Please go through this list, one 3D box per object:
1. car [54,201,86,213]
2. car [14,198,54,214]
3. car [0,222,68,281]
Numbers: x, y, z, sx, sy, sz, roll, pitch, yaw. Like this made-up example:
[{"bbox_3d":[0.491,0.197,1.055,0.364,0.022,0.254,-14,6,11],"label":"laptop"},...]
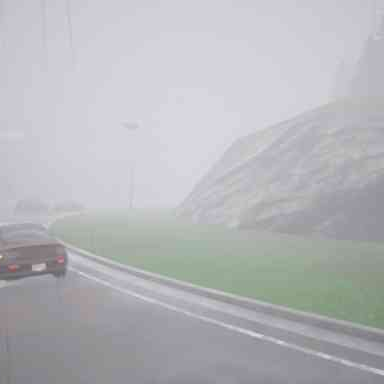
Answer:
[{"bbox_3d":[-14.419,1.736,39.227,2.033,1.411,5.357,0,0,6],"label":"car"},{"bbox_3d":[-17.847,1.505,37.382,2.097,1.767,4.553,0,0,1],"label":"car"},{"bbox_3d":[-5.022,1.563,9.401,1.812,1.442,4.674,0,0,-41],"label":"car"}]
